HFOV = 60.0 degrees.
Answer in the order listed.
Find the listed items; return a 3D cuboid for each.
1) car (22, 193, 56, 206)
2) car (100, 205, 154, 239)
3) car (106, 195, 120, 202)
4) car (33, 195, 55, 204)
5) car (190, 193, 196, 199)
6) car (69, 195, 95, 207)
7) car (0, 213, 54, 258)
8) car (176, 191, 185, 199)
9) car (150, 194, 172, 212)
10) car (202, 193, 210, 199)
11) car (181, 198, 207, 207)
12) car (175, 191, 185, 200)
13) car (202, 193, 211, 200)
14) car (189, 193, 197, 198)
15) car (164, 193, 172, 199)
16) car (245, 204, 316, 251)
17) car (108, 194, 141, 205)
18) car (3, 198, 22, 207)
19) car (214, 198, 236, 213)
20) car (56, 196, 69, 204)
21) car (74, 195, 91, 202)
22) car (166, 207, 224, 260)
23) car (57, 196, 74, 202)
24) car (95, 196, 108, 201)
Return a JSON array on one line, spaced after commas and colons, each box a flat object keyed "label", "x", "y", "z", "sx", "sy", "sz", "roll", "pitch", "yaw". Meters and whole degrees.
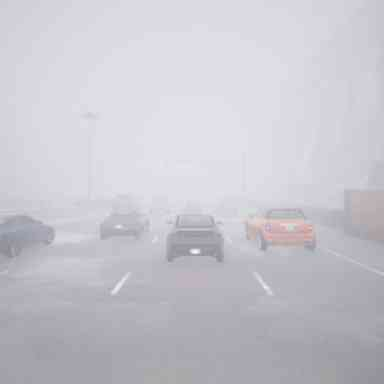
[{"label": "car", "x": -24.492, "y": 1.224, "z": 53.423, "sx": 2.150, "sy": 2.045, "sz": 5.566, "roll": 0, "pitch": 0, "yaw": 0}, {"label": "car", "x": -3.400, "y": 1.581, "z": 17.427, "sx": 1.994, "sy": 1.385, "sz": 4.181, "roll": 0, "pitch": 0, "yaw": 0}, {"label": "car", "x": -17.342, "y": 1.402, "z": 73.156, "sx": 1.812, "sy": 1.442, "sz": 4.674, "roll": 0, "pitch": 1, "yaw": 0}, {"label": "car", "x": -27.922, "y": 1.446, "z": 62.919, "sx": 1.882, "sy": 1.535, "sz": 5.008, "roll": 0, "pitch": 0, "yaw": 0}, {"label": "car", "x": 0.306, "y": 1.085, "z": 92.160, "sx": 1.812, "sy": 1.442, "sz": 4.674, "roll": 0, "pitch": 1, "yaw": 0}, {"label": "car", "x": -17.494, "y": 1.509, "z": 53.157, "sx": 1.837, "sy": 1.490, "sz": 4.892, "roll": 0, "pitch": 0, "yaw": 0}, {"label": "car", "x": -6.911, "y": 1.537, "z": 12.609, "sx": 1.812, "sy": 1.442, "sz": 4.674, "roll": 0, "pitch": 0, "yaw": 0}, {"label": "car", "x": -3.193, "y": 0.786, "z": 92.212, "sx": 2.150, "sy": 2.045, "sz": 5.566, "roll": 0, "pitch": 1, "yaw": 0}, {"label": "car", "x": -3.400, "y": 1.383, "z": 36.670, "sx": 2.097, "sy": 1.767, "sz": 4.553, "roll": 0, "pitch": 0, "yaw": 0}, {"label": "car", "x": 3.806, "y": 1.101, "z": 92.133, "sx": 2.033, "sy": 1.411, "sz": 5.357, "roll": 0, "pitch": 1, "yaw": 0}, {"label": "car", "x": 0.099, "y": 1.575, "z": 33.255, "sx": 2.033, "sy": 1.411, "sz": 5.357, "roll": 0, "pitch": 0, "yaw": 0}, {"label": "car", "x": -3.275, "y": 1.262, "z": 81.772, "sx": 1.837, "sy": 1.490, "sz": 4.892, "roll": 0, "pitch": 1, "yaw": 0}, {"label": "car", "x": 3.728, "y": 1.313, "z": 82.128, "sx": 1.994, "sy": 1.385, "sz": 4.181, "roll": 0, "pitch": 1, "yaw": 0}, {"label": "car", "x": 0.225, "y": 1.240, "z": 81.742, "sx": 1.882, "sy": 1.535, "sz": 5.008, "roll": 0, "pitch": 1, "yaw": 0}, {"label": "car", "x": -6.694, "y": 1.105, "z": 92.209, "sx": 1.837, "sy": 1.490, "sz": 4.892, "roll": 0, "pitch": 1, "yaw": 0}, {"label": "car", "x": 3.599, "y": 1.364, "z": 14.378, "sx": 2.097, "sy": 1.767, "sz": 4.553, "roll": 0, "pitch": 0, "yaw": 0}, {"label": "car", "x": -6.901, "y": 1.251, "z": 35.432, "sx": 2.150, "sy": 2.045, "sz": 5.566, "roll": 0, "pitch": 0, "yaw": 0}, {"label": "car", "x": -27.994, "y": 1.605, "z": 53.178, "sx": 1.895, "sy": 1.301, "sz": 4.718, "roll": 0, "pitch": 0, "yaw": 0}, {"label": "car", "x": 3.600, "y": 1.383, "z": 36.633, "sx": 2.097, "sy": 1.767, "sz": 4.553, "roll": 0, "pitch": 0, "yaw": 0}, {"label": "car", "x": -24.417, "y": 1.465, "z": 63.539, "sx": 2.128, "sy": 1.511, "sz": 4.902, "roll": 0, "pitch": 0, "yaw": 0}, {"label": "car", "x": -24.337, "y": 1.395, "z": 73.842, "sx": 2.128, "sy": 1.511, "sz": 4.902, "roll": 0, "pitch": 1, "yaw": 0}, {"label": "car", "x": 0.100, "y": 1.516, "z": 12.343, "sx": 1.837, "sy": 1.490, "sz": 4.892, "roll": 0, "pitch": 0, "yaw": 0}, {"label": "car", "x": -27.842, "y": 1.473, "z": 73.202, "sx": 1.895, "sy": 1.301, "sz": 4.718, "roll": 0, "pitch": 1, "yaw": 0}, {"label": "car", "x": -17.422, "y": 1.443, "z": 62.865, "sx": 1.882, "sy": 1.535, "sz": 5.008, "roll": 0, "pitch": 0, "yaw": 0}]
